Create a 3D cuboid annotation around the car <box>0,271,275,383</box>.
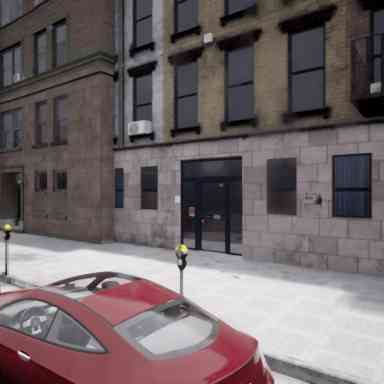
[{"bbox_3d":[-1.213,1.582,3.684,4.206,1.307,1.802,0,0,36],"label":"car"}]
